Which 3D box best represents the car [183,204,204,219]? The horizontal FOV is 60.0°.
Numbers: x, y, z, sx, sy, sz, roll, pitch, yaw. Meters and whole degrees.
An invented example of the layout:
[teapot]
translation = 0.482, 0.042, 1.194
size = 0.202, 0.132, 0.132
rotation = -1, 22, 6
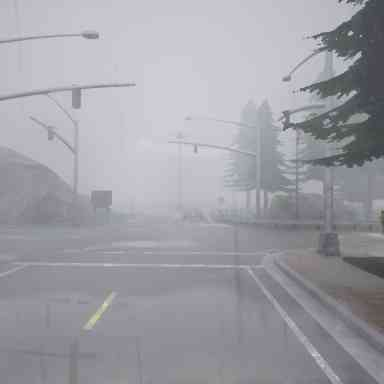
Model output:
[car]
translation = 0.083, 1.893, 33.489
size = 1.812, 1.442, 4.674
rotation = 0, -1, -1
